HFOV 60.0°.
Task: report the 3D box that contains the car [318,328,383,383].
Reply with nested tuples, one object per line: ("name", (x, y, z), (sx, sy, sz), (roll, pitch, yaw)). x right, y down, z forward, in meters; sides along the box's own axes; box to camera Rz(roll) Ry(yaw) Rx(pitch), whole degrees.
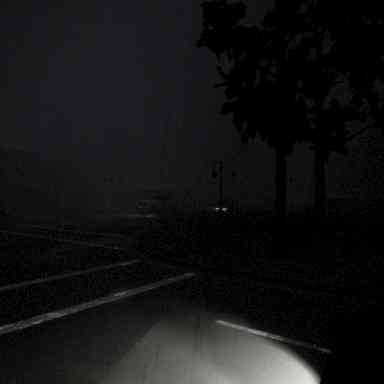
("car", (2.887, 1.564, 1.913), (4.181, 1.385, 1.994), (0, 0, 36))

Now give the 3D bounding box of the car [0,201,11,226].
("car", (-14.523, 1.335, 21.674), (2.097, 1.767, 4.553), (0, -1, 45))

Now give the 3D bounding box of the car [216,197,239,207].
("car", (5.284, 1.358, 49.172), (1.994, 1.385, 4.181), (0, 0, 34))

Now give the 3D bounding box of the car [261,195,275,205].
("car", (13.853, 1.347, 60.774), (2.097, 1.767, 4.553), (0, 0, 7))

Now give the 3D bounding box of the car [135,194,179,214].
("car", (-3.682, 1.224, 36.107), (2.150, 2.045, 5.566), (0, 0, 34))
